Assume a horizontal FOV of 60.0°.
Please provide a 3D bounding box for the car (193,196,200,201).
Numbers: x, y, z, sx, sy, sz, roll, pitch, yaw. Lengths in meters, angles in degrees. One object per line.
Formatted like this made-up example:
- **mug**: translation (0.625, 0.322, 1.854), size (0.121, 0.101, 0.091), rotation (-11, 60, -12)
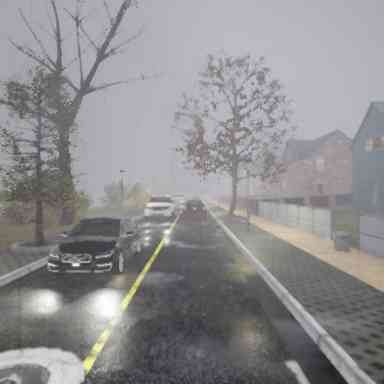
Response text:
- **car**: translation (1.147, 1.726, 89.733), size (1.812, 1.442, 4.674), rotation (0, 0, 0)

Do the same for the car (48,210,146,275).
- **car**: translation (-2.811, 1.516, 10.525), size (1.837, 1.490, 4.892), rotation (0, 0, 0)

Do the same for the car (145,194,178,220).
- **car**: translation (-2.655, 1.262, 28.541), size (2.150, 2.045, 5.566), rotation (0, 0, 0)

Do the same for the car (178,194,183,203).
- **car**: translation (-2.570, 1.332, 60.014), size (2.150, 2.045, 5.566), rotation (0, 0, 1)

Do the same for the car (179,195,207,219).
- **car**: translation (0.206, 1.398, 29.519), size (2.097, 1.767, 4.553), rotation (0, 0, 0)

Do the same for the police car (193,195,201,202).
- **police car**: translation (1.111, 1.595, 79.843), size (1.930, 1.638, 5.238), rotation (0, 0, 0)

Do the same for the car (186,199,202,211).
- **car**: translation (0.241, 1.597, 42.047), size (1.812, 1.442, 4.674), rotation (0, 0, 0)
